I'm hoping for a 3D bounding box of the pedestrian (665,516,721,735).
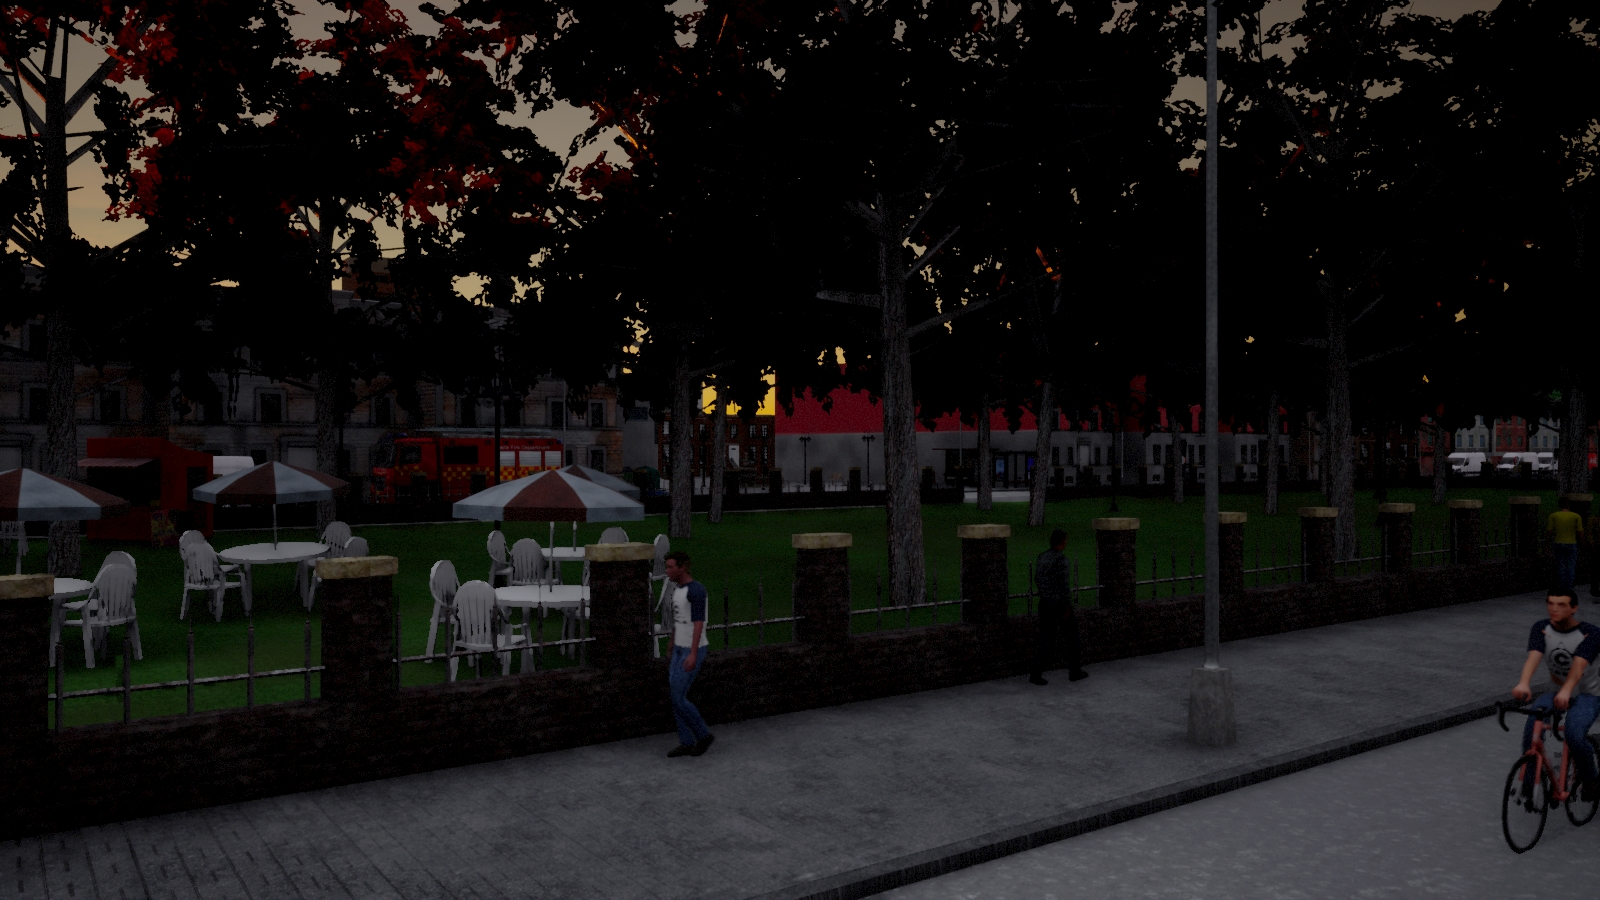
[{"bbox_3d":[-0.947,1.525,10.078,0.375,1.860,0.375,0,0,-27],"label":"pedestrian"}]

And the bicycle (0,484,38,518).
[{"bbox_3d":[-30.089,1.940,43.427,1.835,1.271,0.329,0,0,-36],"label":"bicycle"}]

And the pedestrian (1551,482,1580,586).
[{"bbox_3d":[13.953,1.526,20.830,0.375,1.860,0.375,0,0,44],"label":"pedestrian"}]

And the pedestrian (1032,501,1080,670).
[{"bbox_3d":[2.914,1.525,13.022,0.375,1.860,0.375,0,0,-35],"label":"pedestrian"}]

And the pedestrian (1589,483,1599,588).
[{"bbox_3d":[14.488,1.525,20.540,0.375,1.860,0.375,0,0,13],"label":"pedestrian"}]

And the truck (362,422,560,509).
[{"bbox_3d":[-15.884,0.671,53.854,8.468,3.827,2.891,0,0,-35],"label":"truck"}]
